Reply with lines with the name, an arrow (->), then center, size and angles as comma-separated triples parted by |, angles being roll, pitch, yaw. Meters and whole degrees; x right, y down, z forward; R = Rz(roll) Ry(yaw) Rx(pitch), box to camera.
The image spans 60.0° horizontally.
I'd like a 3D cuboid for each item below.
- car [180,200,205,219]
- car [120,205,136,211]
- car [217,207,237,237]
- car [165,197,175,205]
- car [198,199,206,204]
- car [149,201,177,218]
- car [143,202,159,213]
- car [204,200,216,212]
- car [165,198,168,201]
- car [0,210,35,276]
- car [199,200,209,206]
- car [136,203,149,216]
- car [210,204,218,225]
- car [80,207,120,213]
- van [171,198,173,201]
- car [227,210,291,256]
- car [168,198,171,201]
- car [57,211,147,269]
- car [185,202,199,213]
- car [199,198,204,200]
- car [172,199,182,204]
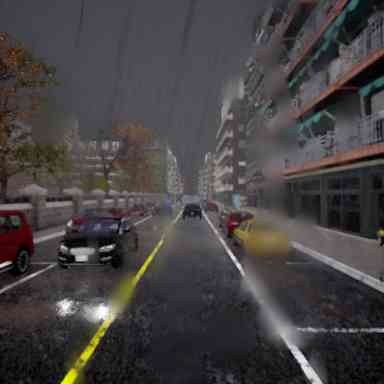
car -> 0.053, 1.875, 33.643 | 1.882, 1.535, 5.008 | 0, -1, 0
car -> -5.694, 1.835, 24.634 | 1.887, 1.381, 4.507 | 0, -1, 0
car -> 2.686, 1.769, 19.099 | 1.887, 1.381, 4.507 | 0, -1, 0
car -> -5.694, 2.348, 85.519 | 2.192, 1.841, 5.009 | 0, -1, 0
car -> 2.688, 2.668, 91.051 | 1.947, 1.339, 4.313 | 0, -1, 0
car -> -3.029, 1.981, 35.213 | 1.994, 1.385, 4.181 | 0, -1, 1
car -> -5.693, 2.137, 46.772 | 1.802, 1.307, 4.206 | 0, -1, 0
car -> 2.687, 2.100, 46.773 | 1.887, 1.381, 4.507 | 0, -1, 0
car -> -5.693, 2.214, 57.672 | 1.752, 1.417, 4.829 | 0, -1, 0
car -> -5.695, 1.410, 8.032 | 2.192, 1.841, 5.009 | 0, -1, 0
car -> 2.687, 2.461, 74.447 | 1.947, 1.339, 4.313 | 0, -1, 0
car -> -5.694, 2.004, 35.702 | 1.802, 1.307, 4.206 | 0, -1, 0
car -> 2.687, 1.841, 24.634 | 2.008, 1.369, 4.403 | 0, -1, 0
car -> -5.694, 1.665, 19.100 | 1.967, 1.590, 4.097 | 0, -1, 0
van -> -5.694, 2.305, 79.983 | 1.690, 1.788, 3.998 | 0, -1, 0
car -> 2.686, 1.687, 13.734 | 1.752, 1.417, 4.829 | 0, -1, 0
car -> -5.693, 2.309, 63.377 | 2.008, 1.369, 4.403 | 0, -1, 0
car -> -3.100, 1.630, 11.817 | 2.128, 1.511, 4.902 | 0, -1, 0
car -> 0.035, 2.149, 46.162 | 1.895, 1.301, 4.718 | 0, -1, 1
car -> 2.687, 2.324, 63.378 | 1.947, 1.339, 4.313 | 0, -1, 0
car -> -3.000, 2.255, 76.896 | 1.812, 1.442, 4.674 | 0, -1, 0
